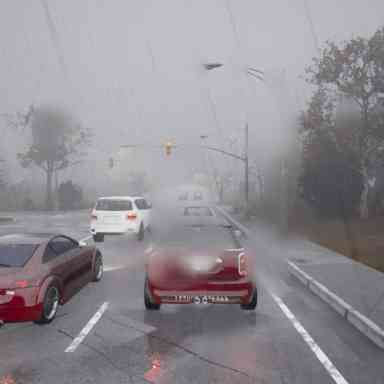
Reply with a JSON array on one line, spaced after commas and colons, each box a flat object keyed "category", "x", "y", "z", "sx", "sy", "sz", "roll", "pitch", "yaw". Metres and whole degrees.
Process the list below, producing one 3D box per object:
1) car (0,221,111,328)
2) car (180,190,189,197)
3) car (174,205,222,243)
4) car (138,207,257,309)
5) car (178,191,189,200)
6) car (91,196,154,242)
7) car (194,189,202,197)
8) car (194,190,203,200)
[{"category": "car", "x": -3.335, "y": 1.564, "z": 7.131, "sx": 1.994, "sy": 1.385, "sz": 4.181, "roll": 0, "pitch": 0, "yaw": 1}, {"category": "car", "x": -1.895, "y": 0.356, "z": 85.561, "sx": 2.033, "sy": 1.411, "sz": 5.357, "roll": 0, "pitch": 3, "yaw": 1}, {"category": "car", "x": 0.295, "y": 1.491, "z": 16.987, "sx": 2.128, "sy": 1.511, "sz": 4.902, "roll": 0, "pitch": 0, "yaw": 1}, {"category": "car", "x": 0.175, "y": 1.352, "z": 8.011, "sx": 2.097, "sy": 1.767, "sz": 4.553, "roll": 0, "pitch": 0, "yaw": 1}, {"category": "car", "x": -2.104, "y": 1.045, "z": 75.562, "sx": 1.994, "sy": 1.385, "sz": 4.181, "roll": 0, "pitch": 3, "yaw": 1}, {"category": "car", "x": -3.242, "y": 1.221, "z": 16.549, "sx": 2.150, "sy": 2.045, "sz": 5.566, "roll": 0, "pitch": 0, "yaw": 3}, {"category": "car", "x": 1.604, "y": 0.173, "z": 85.449, "sx": 2.097, "sy": 1.767, "sz": 4.553, "roll": 0, "pitch": 3, "yaw": 1}, {"category": "car", "x": 1.395, "y": 1.017, "z": 75.488, "sx": 1.812, "sy": 1.442, "sz": 4.674, "roll": 0, "pitch": 3, "yaw": 1}]
